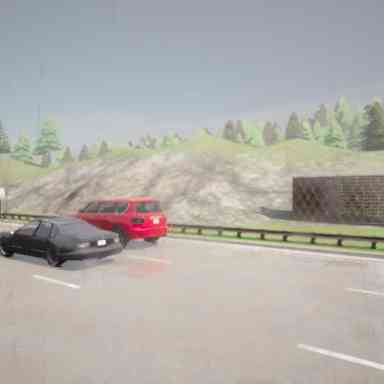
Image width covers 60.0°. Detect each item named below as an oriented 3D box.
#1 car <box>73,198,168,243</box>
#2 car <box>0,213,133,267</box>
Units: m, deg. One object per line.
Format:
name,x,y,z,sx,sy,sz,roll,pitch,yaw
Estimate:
car,-3.638,1.285,15.073,5.566,2.045,2.150,0,0,36
car,-4.793,1.603,11.597,5.357,1.411,2.033,0,0,36
